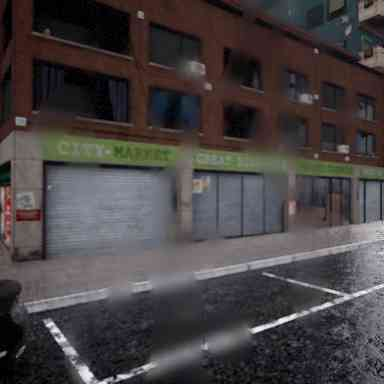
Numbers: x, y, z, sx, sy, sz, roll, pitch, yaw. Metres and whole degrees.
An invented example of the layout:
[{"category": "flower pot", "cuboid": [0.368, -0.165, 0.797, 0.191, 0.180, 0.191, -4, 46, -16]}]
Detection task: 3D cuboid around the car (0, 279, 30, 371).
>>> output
[{"category": "car", "cuboid": [-4.033, 1.558, 3.234, 4.403, 1.369, 2.008, 0, 1, -35]}]
